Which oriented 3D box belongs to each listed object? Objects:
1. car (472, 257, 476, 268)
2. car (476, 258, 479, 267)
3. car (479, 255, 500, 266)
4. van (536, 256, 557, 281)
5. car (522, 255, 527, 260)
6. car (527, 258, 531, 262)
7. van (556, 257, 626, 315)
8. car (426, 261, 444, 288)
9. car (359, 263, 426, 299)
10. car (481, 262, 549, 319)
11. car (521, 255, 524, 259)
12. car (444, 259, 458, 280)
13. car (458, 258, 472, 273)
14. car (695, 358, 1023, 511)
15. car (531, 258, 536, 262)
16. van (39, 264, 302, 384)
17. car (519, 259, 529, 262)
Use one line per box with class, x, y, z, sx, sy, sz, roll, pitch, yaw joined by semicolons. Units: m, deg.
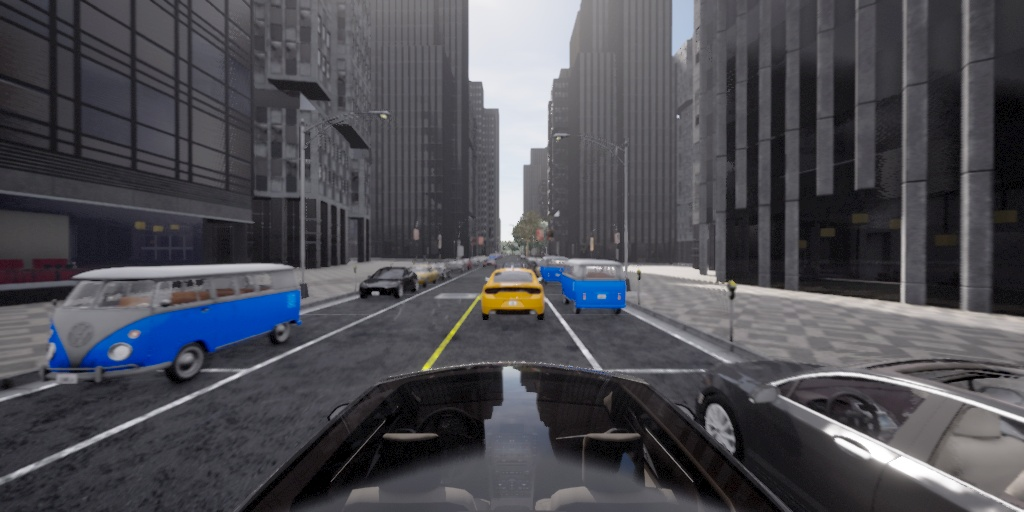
car;-5.768;0.973;43.215;1.888;1.381;4.507;0;0;0
car;-5.770;0.898;54.103;2.007;1.370;4.403;0;0;0
car;-3.082;0.937;50.649;1.994;1.385;4.181;0;0;0
van;2.760;0.918;23.712;1.690;1.789;3.998;0;0;0
car;2.756;0.935;49.109;2.007;1.370;4.403;0;0;0
car;2.758;1.060;34.538;1.948;1.339;4.313;0;0;0
van;2.761;1.002;12.885;1.690;1.789;3.998;0;0;0
car;-5.765;1.111;22.440;1.751;1.417;4.829;0;0;0
car;-5.765;1.192;17.320;1.948;1.339;4.313;0;0;0
car;0.058;1.143;12.435;1.882;1.535;5.008;0;0;1
car;2.755;0.898;54.101;2.007;1.370;4.403;0;0;0
car;-5.766;1.095;27.899;2.007;1.370;4.403;0;0;0
car;-5.768;1.020;37.771;2.007;1.370;4.403;0;0;0
car;2.763;1.298;2.060;2.007;1.370;4.403;0;0;0
car;2.759;1.061;29.295;1.751;1.417;4.829;0;0;0
van;-5.763;1.051;6.743;1.690;1.789;3.998;0;0;0
car;0.058;1.148;27.582;1.895;1.301;4.718;0;0;0
